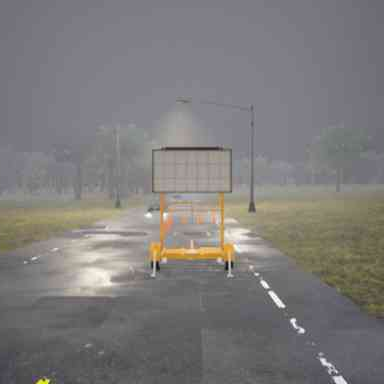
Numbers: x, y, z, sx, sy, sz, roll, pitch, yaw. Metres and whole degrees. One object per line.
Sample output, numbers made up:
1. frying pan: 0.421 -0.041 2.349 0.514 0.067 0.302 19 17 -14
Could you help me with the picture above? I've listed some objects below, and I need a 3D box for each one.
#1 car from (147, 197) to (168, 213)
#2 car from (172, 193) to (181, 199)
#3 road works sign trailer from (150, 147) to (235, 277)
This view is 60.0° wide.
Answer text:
1. car: -3.583 1.333 34.920 1.837 1.490 4.892 0 0 0
2. car: -3.463 0.835 76.169 1.882 1.535 5.008 0 1 0
3. road works sign trailer: 0.004 0.437 10.168 2.380 3.560 2.880 0 0 0
